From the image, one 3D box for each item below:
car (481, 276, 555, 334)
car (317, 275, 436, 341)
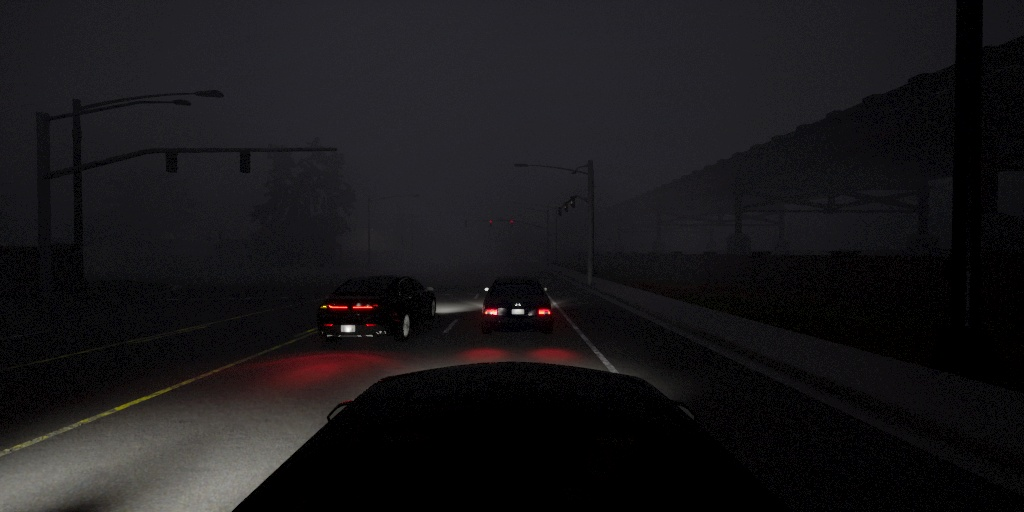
[{"bbox_3d":[0.124,1.301,10.598,2.033,1.411,5.357,0,0,0],"label":"car"},{"bbox_3d":[-3.382,1.255,9.831,1.837,1.490,4.892,0,0,0],"label":"car"}]
